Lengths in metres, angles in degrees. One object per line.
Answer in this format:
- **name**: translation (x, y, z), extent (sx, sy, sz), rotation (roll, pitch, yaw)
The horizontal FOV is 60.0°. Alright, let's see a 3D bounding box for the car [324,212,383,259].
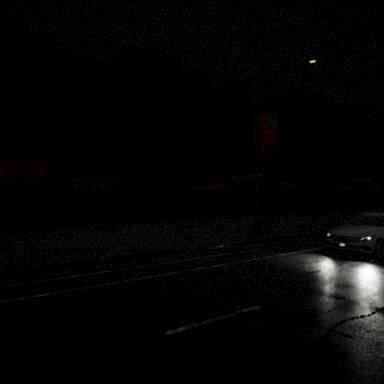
- **car**: translation (7.030, 1.514, 12.724), extent (4.674, 1.442, 1.812), rotation (0, 0, -36)
